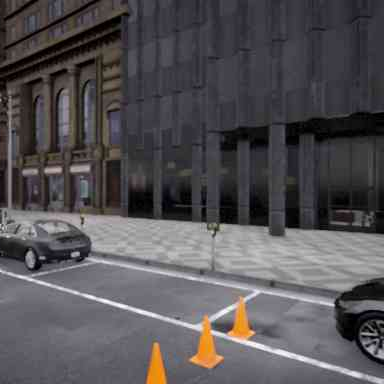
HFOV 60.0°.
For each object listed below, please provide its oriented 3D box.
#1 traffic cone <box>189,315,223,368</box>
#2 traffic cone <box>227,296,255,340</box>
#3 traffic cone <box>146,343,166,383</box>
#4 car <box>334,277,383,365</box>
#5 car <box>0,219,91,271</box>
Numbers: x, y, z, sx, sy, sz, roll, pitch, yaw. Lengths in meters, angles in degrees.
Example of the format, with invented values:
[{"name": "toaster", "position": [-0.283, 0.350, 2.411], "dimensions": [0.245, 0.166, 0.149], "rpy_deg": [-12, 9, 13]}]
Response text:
[{"name": "traffic cone", "position": [0.190, 1.955, 4.457], "dimensions": [0.340, 0.580, 0.340], "rpy_deg": [0, 0, 36]}, {"name": "traffic cone", "position": [0.774, 1.955, 5.269], "dimensions": [0.340, 0.580, 0.340], "rpy_deg": [0, 0, 36]}, {"name": "traffic cone", "position": [-0.394, 1.955, 3.646], "dimensions": [0.340, 0.580, 0.340], "rpy_deg": [0, 0, 36]}, {"name": "car", "position": [4.122, 1.567, 4.139], "dimensions": [4.313, 1.339, 1.947], "rpy_deg": [0, 0, 36]}, {"name": "car", "position": [-5.098, 1.548, 10.767], "dimensions": [4.403, 1.369, 2.008], "rpy_deg": [0, 0, 36]}]
